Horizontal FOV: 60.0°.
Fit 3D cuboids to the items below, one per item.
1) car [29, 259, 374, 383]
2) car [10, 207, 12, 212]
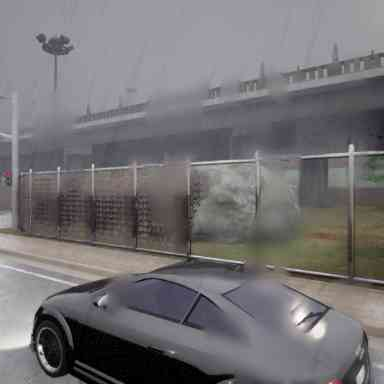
[{"bbox_3d":[-0.146,1.564,4.094,4.181,1.385,1.994,0,0,36],"label":"car"},{"bbox_3d":[-15.513,1.277,34.198,2.150,2.045,5.566,0,0,35],"label":"car"}]
